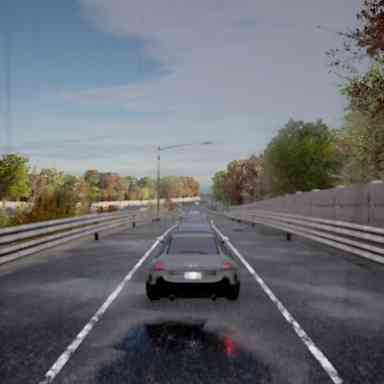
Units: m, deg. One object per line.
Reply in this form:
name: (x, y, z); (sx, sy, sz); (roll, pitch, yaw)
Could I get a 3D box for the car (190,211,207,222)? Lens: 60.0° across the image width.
car: (0.967, 3.339, 45.867); (2.033, 1.411, 5.357); (0, -4, 3)

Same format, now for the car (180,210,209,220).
car: (0.136, 1.808, 16.907); (2.033, 1.411, 5.357); (0, -2, 0)

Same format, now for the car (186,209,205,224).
car: (0.443, 2.712, 36.829); (1.882, 1.535, 5.008); (0, -4, 2)

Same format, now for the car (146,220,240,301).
car: (0.022, 1.628, 8.479); (1.994, 1.385, 4.181); (0, -1, 0)
